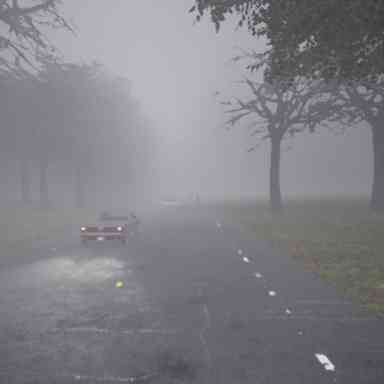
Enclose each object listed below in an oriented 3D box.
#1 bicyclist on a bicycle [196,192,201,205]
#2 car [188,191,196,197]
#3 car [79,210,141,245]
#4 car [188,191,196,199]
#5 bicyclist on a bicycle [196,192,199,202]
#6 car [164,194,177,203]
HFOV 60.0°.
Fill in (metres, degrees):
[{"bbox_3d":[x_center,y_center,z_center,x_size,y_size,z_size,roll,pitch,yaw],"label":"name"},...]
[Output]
[{"bbox_3d":[0.964,1.027,49.145,0.866,1.612,1.509,0,1,0],"label":"bicyclist on a bicycle"},{"bbox_3d":[0.019,0.457,85.975,1.812,1.442,4.674,0,1,0],"label":"car"},{"bbox_3d":[-3.597,1.529,15.348,1.895,1.301,4.718,0,0,0],"label":"car"},{"bbox_3d":[0.016,0.797,73.722,2.033,1.411,5.357,0,1,0],"label":"car"},{"bbox_3d":[0.975,0.836,58.962,0.659,1.776,1.843,0,1,0],"label":"bicyclist on a bicycle"},{"bbox_3d":[-3.548,1.060,56.579,1.994,1.385,4.181,0,1,0],"label":"car"}]
